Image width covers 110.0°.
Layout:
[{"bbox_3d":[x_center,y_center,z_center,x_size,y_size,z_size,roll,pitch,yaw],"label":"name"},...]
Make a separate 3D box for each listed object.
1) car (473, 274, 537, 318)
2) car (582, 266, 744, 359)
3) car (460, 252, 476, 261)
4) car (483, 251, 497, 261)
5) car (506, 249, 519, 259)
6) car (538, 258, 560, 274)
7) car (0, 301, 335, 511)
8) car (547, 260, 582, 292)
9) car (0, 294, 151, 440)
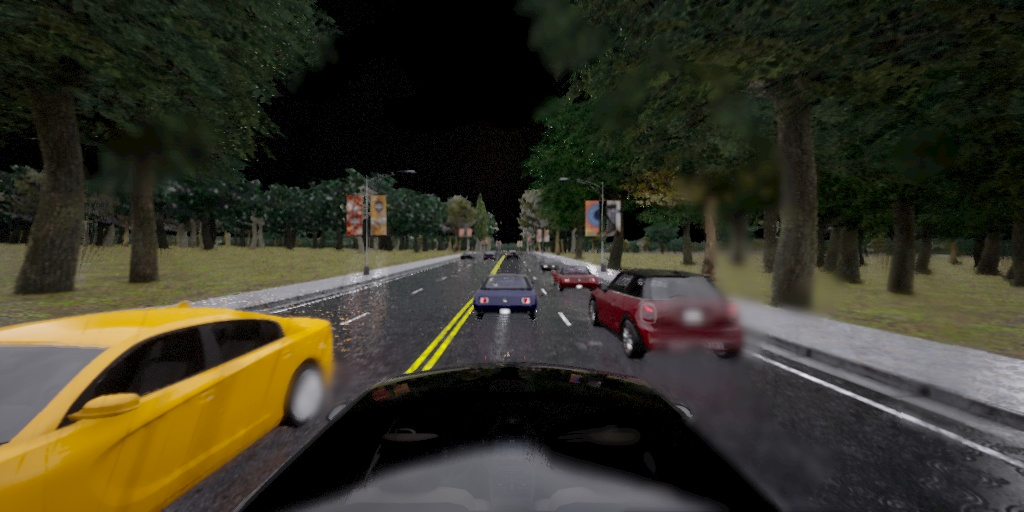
[{"bbox_3d":[-0.150,1.282,12.601,1.895,1.301,4.718,0,1,1],"label":"car"},{"bbox_3d":[3.254,1.079,8.554,2.097,1.767,4.553,0,1,0],"label":"car"},{"bbox_3d":[-6.490,0.002,53.090,1.895,1.301,4.718,0,2,0],"label":"car"},{"bbox_3d":[-3.235,-0.069,53.603,2.033,1.411,5.357,0,2,0],"label":"car"},{"bbox_3d":[0.108,-0.311,59.713,1.837,1.490,4.892,0,2,0],"label":"car"},{"bbox_3d":[3.263,0.783,30.599,1.895,1.301,4.718,0,2,0],"label":"car"},{"bbox_3d":[-3.349,1.227,2.828,1.882,1.535,5.008,0,0,0],"label":"car"},{"bbox_3d":[3.258,1.139,19.605,1.895,1.301,4.718,0,2,0],"label":"car"},{"bbox_3d":[-6.600,1.297,2.868,2.033,1.411,5.357,0,0,0],"label":"car"}]
